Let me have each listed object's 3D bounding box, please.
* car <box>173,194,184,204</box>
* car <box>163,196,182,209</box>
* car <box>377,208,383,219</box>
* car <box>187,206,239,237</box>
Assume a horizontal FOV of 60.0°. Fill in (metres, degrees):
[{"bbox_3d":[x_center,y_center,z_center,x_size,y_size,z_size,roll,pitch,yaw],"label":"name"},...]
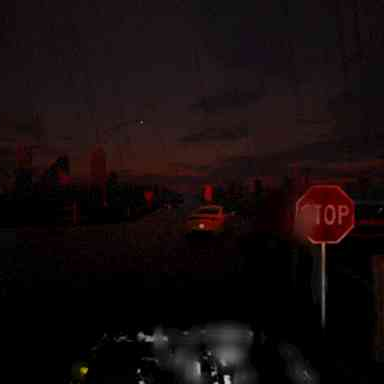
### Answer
[{"bbox_3d":[-2.809,1.340,65.658,2.150,2.045,5.566,0,0,0],"label":"car"},{"bbox_3d":[-2.878,1.610,45.524,2.033,1.411,5.357,0,0,0],"label":"car"},{"bbox_3d":[19.639,1.726,31.091,4.553,1.767,2.097,1,-1,-21],"label":"car"},{"bbox_3d":[1.238,1.493,18.340,1.882,1.535,5.008,-1,0,18],"label":"car"}]
